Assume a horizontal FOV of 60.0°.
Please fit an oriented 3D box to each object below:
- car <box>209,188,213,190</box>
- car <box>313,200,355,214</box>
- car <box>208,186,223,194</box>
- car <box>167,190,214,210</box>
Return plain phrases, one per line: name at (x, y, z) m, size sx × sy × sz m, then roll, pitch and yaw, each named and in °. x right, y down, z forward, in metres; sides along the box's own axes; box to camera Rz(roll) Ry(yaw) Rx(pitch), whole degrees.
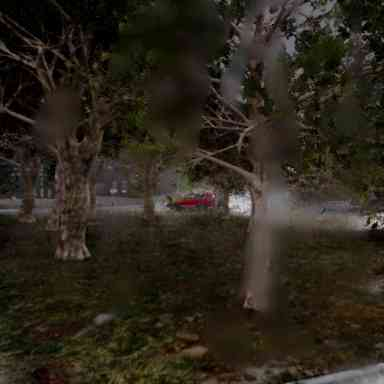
car at (3.695, -0.079, 73.333) m, size 1.946 × 1.575 × 5.366 m, roll 0°, pitch 4°, yaw 21°
car at (14.475, 1.433, 33.932) m, size 1.994 × 1.385 × 4.181 m, roll 0°, pitch 0°, yaw -32°
car at (5.663, -0.431, 78.482) m, size 1.946 × 1.575 × 5.366 m, roll 0°, pitch 4°, yaw 21°
car at (-0.147, 1.132, 39.397) m, size 5.566 × 2.045 × 2.150 m, roll 0°, pitch 0°, yaw 11°
